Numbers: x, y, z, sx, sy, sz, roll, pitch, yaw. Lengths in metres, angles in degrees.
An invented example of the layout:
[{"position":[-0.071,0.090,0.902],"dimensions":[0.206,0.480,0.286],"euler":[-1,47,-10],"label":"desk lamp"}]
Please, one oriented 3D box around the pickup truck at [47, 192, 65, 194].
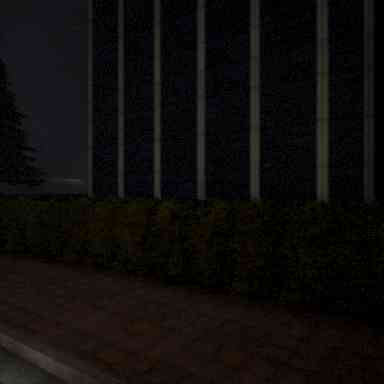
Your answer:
[{"position":[-26.281,1.055,65.113],"dimensions":[6.274,2.098,2.390],"euler":[0,0,-24],"label":"pickup truck"}]
